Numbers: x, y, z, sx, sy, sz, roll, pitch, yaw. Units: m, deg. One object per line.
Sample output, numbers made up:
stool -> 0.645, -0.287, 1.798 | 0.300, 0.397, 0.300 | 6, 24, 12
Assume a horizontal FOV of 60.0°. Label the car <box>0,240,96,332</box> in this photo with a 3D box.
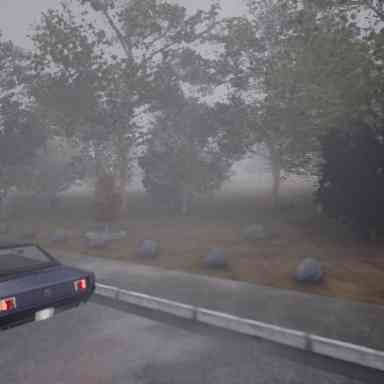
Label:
car -> -4.104, 1.627, 6.478 | 4.718, 1.301, 1.895 | 0, 0, 35
